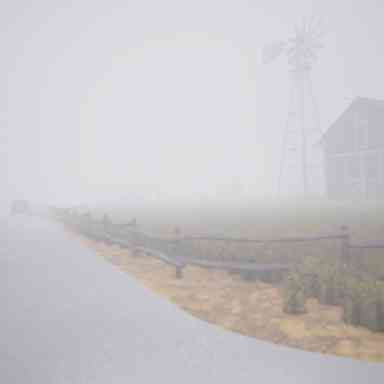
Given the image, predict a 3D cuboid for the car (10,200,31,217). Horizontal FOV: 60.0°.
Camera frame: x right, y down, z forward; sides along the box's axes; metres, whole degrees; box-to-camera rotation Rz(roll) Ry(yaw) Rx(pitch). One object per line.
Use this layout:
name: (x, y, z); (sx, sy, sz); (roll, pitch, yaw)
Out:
car: (-21.682, 1.999, 42.064); (2.150, 2.045, 5.566); (-3, 1, -28)
